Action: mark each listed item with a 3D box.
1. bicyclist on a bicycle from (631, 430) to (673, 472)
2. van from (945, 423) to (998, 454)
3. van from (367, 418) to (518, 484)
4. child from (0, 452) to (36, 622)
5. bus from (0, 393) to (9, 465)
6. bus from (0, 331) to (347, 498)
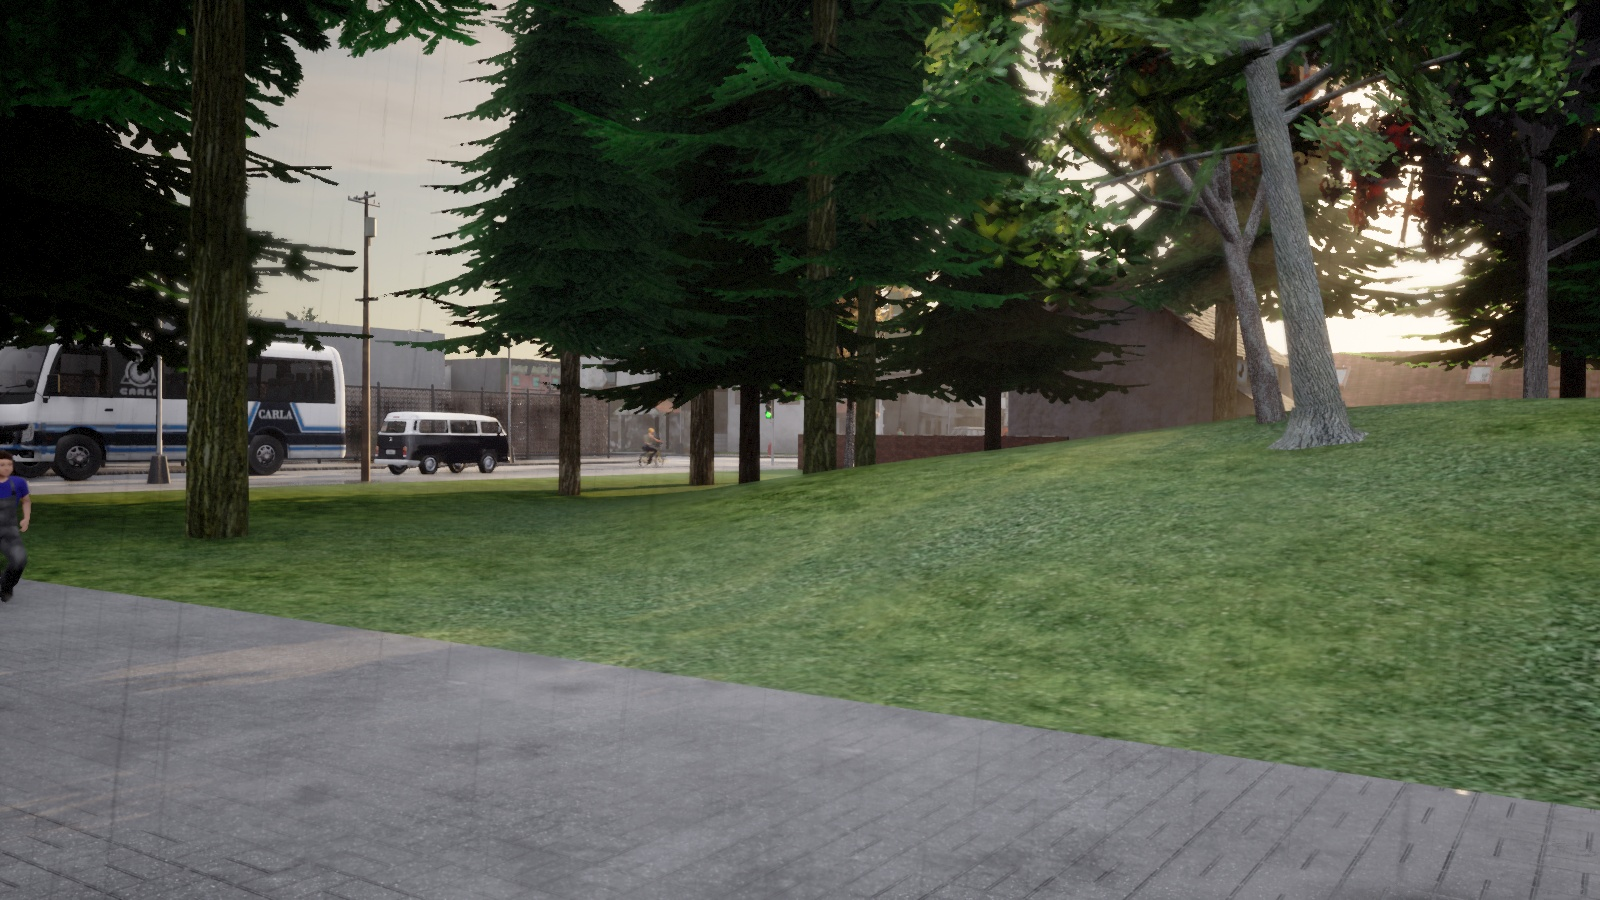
[{"bbox_3d":[-5.892,0.038,50.102,0.866,1.612,1.509,0,0,33],"label":"bicyclist on a bicycle"},{"bbox_3d":[11.444,-0.759,83.486,1.775,1.987,4.442,0,1,33],"label":"van"},{"bbox_3d":[-11.698,-0.003,41.363,2.069,2.038,4.480,0,1,34],"label":"van"},{"bbox_3d":[-6.050,0.646,9.532,0.437,1.263,0.270,0,1,38],"label":"child"},{"bbox_3d":[-51.309,-1.151,71.100,3.944,4.253,10.273,0,1,37],"label":"bus"},{"bbox_3d":[-19.142,-0.982,37.384,3.944,4.253,10.273,0,1,33],"label":"bus"}]
